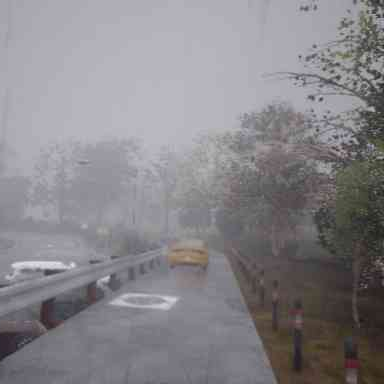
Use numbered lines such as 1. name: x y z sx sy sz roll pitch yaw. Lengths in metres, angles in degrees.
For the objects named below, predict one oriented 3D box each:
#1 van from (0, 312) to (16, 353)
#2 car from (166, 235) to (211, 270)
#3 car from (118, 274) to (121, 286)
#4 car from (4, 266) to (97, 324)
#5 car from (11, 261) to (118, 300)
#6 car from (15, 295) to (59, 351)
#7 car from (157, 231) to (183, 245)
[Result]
1. van: -7.678 4.568 9.152 4.442 1.987 1.878 4 -2 -16
2. car: -0.004 3.387 18.640 1.882 1.535 5.008 2 -7 5
3. car: -6.940 5.293 21.176 4.792 1.488 2.163 4 -2 -16
4. car: -7.388 4.771 15.124 5.566 2.045 2.435 4 -2 -16
5. car: -7.134 4.894 18.172 5.566 2.045 2.435 4 -2 -16
6. car: -7.550 4.782 12.127 4.553 1.767 2.185 4 -2 -16
7. car: -2.417 5.429 39.008 2.097 1.767 4.553 3 -6 -27
